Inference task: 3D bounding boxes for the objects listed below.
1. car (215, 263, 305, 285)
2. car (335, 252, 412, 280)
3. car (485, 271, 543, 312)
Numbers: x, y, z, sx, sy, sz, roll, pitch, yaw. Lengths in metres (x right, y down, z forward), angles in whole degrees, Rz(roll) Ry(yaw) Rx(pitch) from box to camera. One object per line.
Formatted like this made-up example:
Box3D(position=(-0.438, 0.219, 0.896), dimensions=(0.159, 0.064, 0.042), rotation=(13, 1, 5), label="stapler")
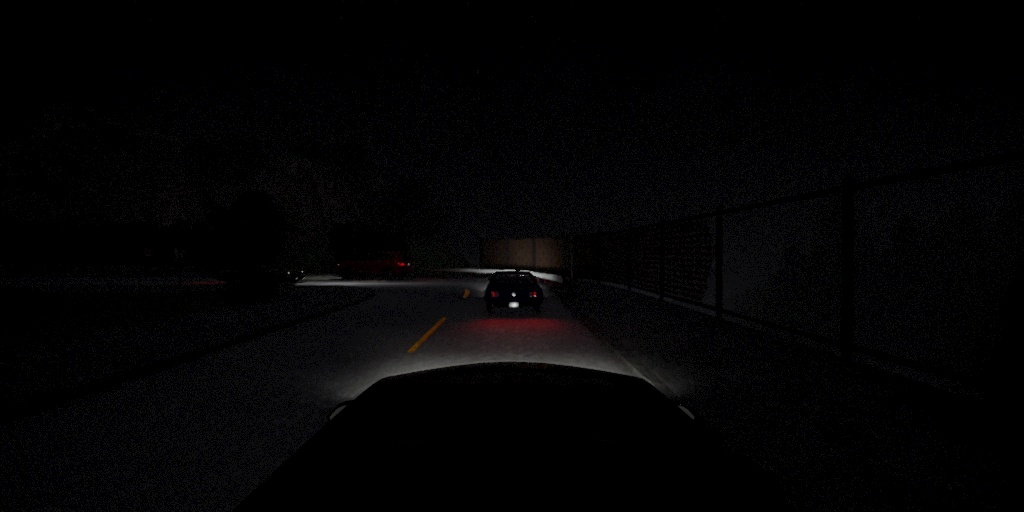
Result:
Box3D(position=(-16.036, 1.127, 23.052), dimensions=(4.718, 1.301, 1.895), rotation=(0, 1, 0), label="car")
Box3D(position=(-10.486, 0.704, 27.383), dimensions=(5.566, 2.045, 2.150), rotation=(0, 0, 6), label="car")
Box3D(position=(0.028, 1.227, 13.579), dimensions=(1.895, 1.301, 4.718), rotation=(0, 1, -1), label="car")
